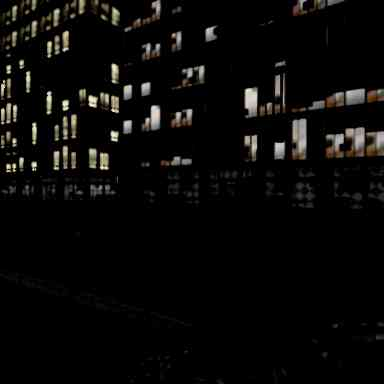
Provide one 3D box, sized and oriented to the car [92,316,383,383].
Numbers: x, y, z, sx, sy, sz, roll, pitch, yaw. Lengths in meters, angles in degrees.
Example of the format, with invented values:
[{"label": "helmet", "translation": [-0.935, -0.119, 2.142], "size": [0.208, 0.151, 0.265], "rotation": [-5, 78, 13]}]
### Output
[{"label": "car", "translation": [1.133, 1.565, 2.062], "size": [4.313, 1.339, 1.947], "rotation": [0, 0, 35]}]
